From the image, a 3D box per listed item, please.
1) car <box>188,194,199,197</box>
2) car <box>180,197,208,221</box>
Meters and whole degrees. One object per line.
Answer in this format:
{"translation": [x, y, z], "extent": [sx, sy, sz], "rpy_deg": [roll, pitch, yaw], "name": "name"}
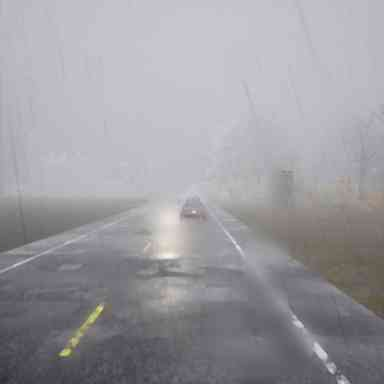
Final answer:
{"translation": [0.188, 1.061, 46.509], "extent": [2.128, 1.511, 4.902], "rpy_deg": [0, 1, 0], "name": "car"}
{"translation": [0.144, 1.335, 24.958], "extent": [1.994, 1.385, 4.181], "rpy_deg": [0, 1, 0], "name": "car"}
